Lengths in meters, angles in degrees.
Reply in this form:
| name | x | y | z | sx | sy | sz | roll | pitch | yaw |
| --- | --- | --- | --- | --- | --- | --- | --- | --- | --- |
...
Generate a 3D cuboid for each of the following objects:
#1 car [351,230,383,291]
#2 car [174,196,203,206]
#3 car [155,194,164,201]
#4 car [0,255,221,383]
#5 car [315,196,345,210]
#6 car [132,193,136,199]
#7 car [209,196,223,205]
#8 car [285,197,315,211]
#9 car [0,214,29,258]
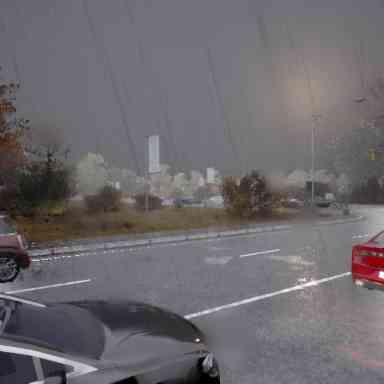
| name | x | y | z | sx | sy | sz | roll | pitch | yaw |
| --- | --- | --- | --- | --- | --- | --- | --- | --- | --- |
| car | 5.757 | 1.445 | 7.845 | 5.008 | 1.535 | 1.882 | 0 | 0 | -35 |
| car | -0.650 | 1.342 | 51.799 | 2.033 | 1.411 | 5.357 | -1 | 0 | -39 |
| car | -7.461 | 1.123 | 66.059 | 2.097 | 1.767 | 4.553 | -1 | 0 | -39 |
| car | -1.961 | 1.492 | 2.332 | 4.902 | 1.511 | 2.128 | 0 | 0 | -35 |
| car | 15.025 | 1.246 | 37.853 | 2.128 | 1.511 | 4.902 | -1 | 0 | -39 |
| car | -10.212 | 0.917 | 63.894 | 1.837 | 1.490 | 4.892 | -1 | 0 | -39 |
| car | 4.524 | 1.288 | 50.941 | 1.812 | 1.442 | 4.674 | -1 | 0 | -39 |
| car | 10.892 | 1.312 | 37.389 | 1.812 | 1.442 | 4.674 | -1 | 0 | -39 |
| car | -6.466 | 1.352 | 7.977 | 4.553 | 1.767 | 2.097 | 0 | 0 | -35 |
